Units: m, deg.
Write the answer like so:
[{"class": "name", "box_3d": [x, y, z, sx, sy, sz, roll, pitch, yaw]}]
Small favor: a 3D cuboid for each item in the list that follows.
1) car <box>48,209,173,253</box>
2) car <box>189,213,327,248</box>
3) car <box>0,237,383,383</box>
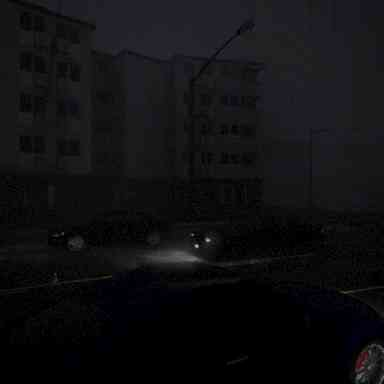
[{"class": "car", "box_3d": [-3.277, 1.477, 13.837, 5.008, 1.535, 1.882, 0, 0, -27]}, {"class": "car", "box_3d": [2.642, 1.547, 12.889, 5.357, 1.411, 2.033, 0, 0, -22]}, {"class": "car", "box_3d": [0.156, 1.525, 3.550, 4.674, 1.442, 1.812, 0, 0, -31]}]
